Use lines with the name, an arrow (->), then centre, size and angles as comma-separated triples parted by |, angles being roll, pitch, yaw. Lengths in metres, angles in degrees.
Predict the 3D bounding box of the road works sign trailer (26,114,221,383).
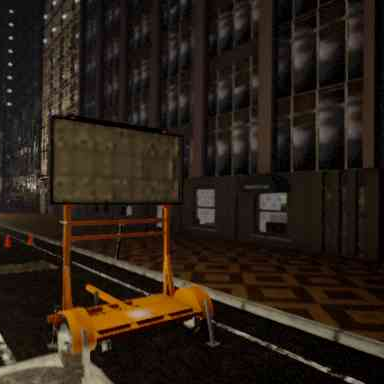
road works sign trailer -> -1.282, 0.618, 5.745 | 2.380, 3.560, 2.880 | 1, -2, -38

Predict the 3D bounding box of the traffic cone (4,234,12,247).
traffic cone -> -8.951, 2.350, 16.187 | 0.340, 0.580, 0.340 | 2, -2, -39
